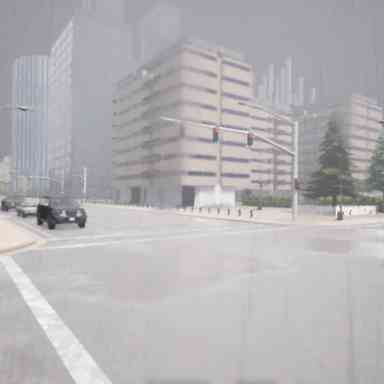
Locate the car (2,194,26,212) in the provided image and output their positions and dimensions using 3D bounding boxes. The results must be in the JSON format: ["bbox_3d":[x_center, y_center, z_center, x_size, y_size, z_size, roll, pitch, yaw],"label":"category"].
[{"bbox_3d":[-21.353,1.283,39.900,2.150,2.045,5.566,1,0,-35],"label":"car"}]

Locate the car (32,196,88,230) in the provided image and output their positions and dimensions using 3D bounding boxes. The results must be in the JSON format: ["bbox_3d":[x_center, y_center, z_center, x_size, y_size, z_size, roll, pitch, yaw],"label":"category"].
[{"bbox_3d":[-8.813,1.285,22.271,2.150,2.045,5.566,1,-1,-35],"label":"car"}]

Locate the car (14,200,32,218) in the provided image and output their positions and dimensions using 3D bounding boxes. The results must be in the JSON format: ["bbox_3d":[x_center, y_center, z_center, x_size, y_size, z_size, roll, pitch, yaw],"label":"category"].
[{"bbox_3d":[-14.816,1.664,30.695,1.895,1.301,4.718,1,0,-35],"label":"car"}]
